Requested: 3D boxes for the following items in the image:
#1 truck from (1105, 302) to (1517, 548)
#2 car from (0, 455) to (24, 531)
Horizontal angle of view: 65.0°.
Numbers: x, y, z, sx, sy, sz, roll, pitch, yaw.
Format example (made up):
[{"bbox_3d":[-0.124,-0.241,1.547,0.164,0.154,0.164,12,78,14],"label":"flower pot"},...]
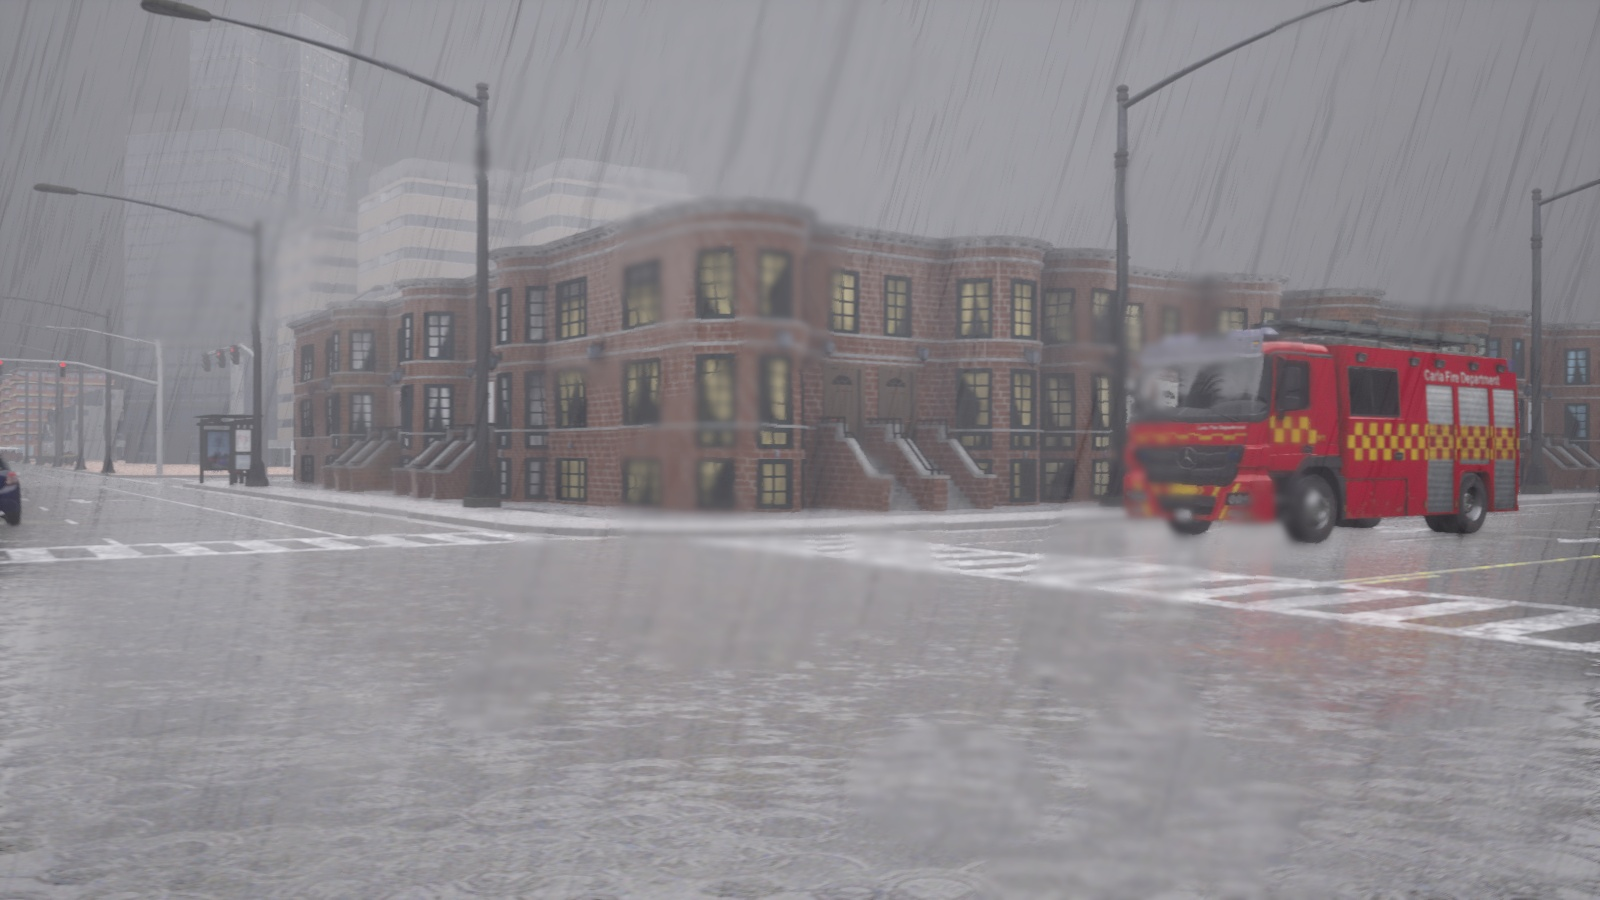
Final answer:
[{"bbox_3d":[9.622,-0.383,23.149,8.468,3.827,2.891,0,0,-35],"label":"truck"},{"bbox_3d":[-17.357,0.859,26.137,1.845,1.501,3.633,0,0,-35],"label":"car"}]
